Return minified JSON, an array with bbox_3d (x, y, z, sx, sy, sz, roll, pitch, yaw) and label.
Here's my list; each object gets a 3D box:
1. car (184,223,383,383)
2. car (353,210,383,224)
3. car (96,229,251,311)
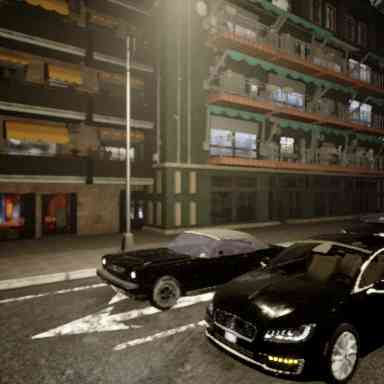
[{"bbox_3d":[2.442,1.503,5.427,4.892,1.490,1.837,0,0,-36],"label":"car"},{"bbox_3d":[7.843,1.492,13.279,4.902,1.511,2.128,0,0,-36],"label":"car"},{"bbox_3d":[0.266,1.595,7.875,4.718,1.301,1.895,0,0,-35],"label":"car"}]
